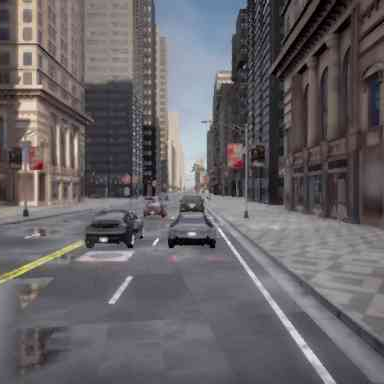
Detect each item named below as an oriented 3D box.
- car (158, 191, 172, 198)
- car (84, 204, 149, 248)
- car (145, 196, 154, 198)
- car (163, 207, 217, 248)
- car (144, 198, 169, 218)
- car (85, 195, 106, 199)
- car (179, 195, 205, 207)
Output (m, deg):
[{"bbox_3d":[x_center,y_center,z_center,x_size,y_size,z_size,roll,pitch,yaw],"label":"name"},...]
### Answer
[{"bbox_3d":[-6.500,1.161,76.107,2.150,2.045,5.566,0,0,0],"label":"car"},{"bbox_3d":[-3.250,1.511,14.651,1.837,1.490,4.892,0,0,0],"label":"car"},{"bbox_3d":[-9.750,1.517,76.385,1.895,1.301,4.718,0,0,0],"label":"car"},{"bbox_3d":[0.000,1.567,14.651,1.994,1.385,4.181,0,0,0],"label":"car"},{"bbox_3d":[-3.250,1.525,29.652,1.812,1.442,4.674,0,0,0],"label":"car"},{"bbox_3d":[-26.030,1.383,91.365,4.507,1.381,1.887,0,0,0],"label":"car"},{"bbox_3d":[0.000,1.249,29.681,2.150,2.045,5.566,0,0,0],"label":"car"}]
